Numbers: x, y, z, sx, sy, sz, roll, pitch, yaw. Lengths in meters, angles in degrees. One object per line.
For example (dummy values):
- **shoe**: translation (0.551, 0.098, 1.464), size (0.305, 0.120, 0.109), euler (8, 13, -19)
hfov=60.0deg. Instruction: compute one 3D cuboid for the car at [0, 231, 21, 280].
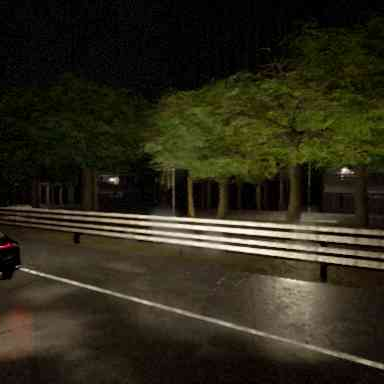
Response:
- **car**: translation (-6.286, 1.439, 8.481), size (4.902, 1.511, 2.128), euler (0, 0, 36)
